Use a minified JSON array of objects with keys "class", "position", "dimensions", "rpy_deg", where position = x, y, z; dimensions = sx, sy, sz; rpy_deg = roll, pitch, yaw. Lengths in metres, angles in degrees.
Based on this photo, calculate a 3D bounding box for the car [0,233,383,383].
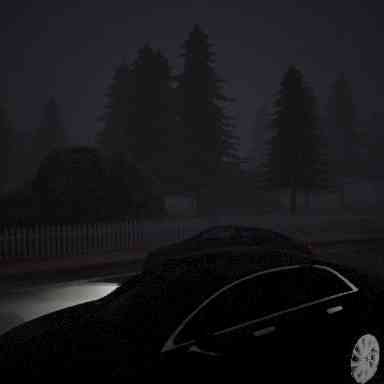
[{"class":"car","position":[0.276,1.480,3.790],"dimensions":[4.892,1.490,1.837],"rpy_deg":[-1,0,-30]}]

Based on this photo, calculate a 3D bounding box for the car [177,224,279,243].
[{"class":"car","position":[0.938,1.507,8.064],"dimensions":[4.181,1.385,1.994],"rpy_deg":[-1,0,-27]}]
